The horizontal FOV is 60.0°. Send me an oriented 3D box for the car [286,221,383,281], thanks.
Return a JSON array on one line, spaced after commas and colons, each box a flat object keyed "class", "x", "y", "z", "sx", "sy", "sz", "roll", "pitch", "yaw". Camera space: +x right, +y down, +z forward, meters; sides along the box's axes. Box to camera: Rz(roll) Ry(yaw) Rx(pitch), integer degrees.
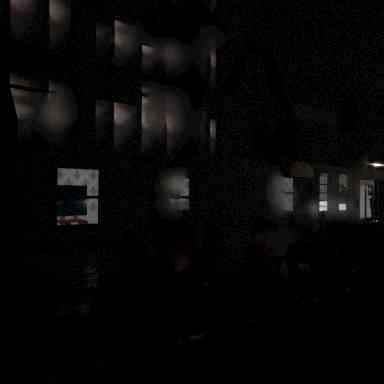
[{"class": "car", "x": 4.689, "y": 1.568, "z": 9.896, "sx": 4.313, "sy": 1.339, "sz": 1.947, "roll": 0, "pitch": 0, "yaw": -35}]
